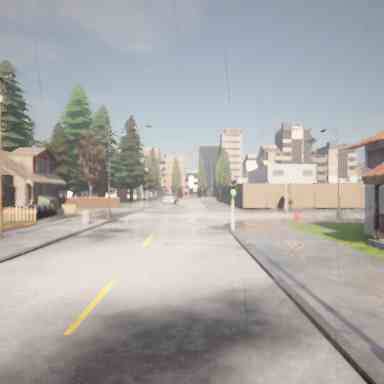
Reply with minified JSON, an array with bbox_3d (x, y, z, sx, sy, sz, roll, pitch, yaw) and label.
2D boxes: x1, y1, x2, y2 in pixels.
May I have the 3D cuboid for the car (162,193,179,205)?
[{"bbox_3d":[-4.034,1.171,59.281,2.150,2.045,5.566,0,0,0],"label":"car"}]

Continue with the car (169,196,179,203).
[{"bbox_3d":[-3.994,1.626,74.965,1.882,1.535,5.008,0,0,0],"label":"car"}]
